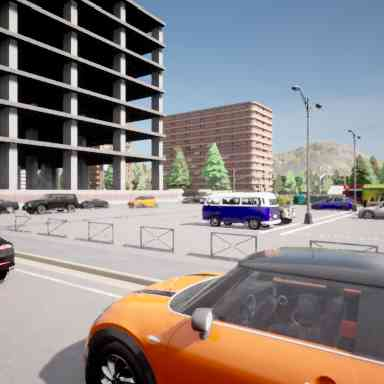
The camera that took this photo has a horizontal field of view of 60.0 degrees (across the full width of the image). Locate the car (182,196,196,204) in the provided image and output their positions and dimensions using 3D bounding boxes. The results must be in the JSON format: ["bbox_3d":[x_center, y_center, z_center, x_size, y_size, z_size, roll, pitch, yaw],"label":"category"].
[{"bbox_3d":[0.102,1.437,60.357,2.128,1.511,4.902,0,0,36],"label":"car"}]

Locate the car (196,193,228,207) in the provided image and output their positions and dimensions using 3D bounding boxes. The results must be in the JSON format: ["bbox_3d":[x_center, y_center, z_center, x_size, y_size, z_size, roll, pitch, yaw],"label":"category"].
[{"bbox_3d":[3.615,1.153,59.243,2.150,2.045,5.566,0,0,35],"label":"car"}]

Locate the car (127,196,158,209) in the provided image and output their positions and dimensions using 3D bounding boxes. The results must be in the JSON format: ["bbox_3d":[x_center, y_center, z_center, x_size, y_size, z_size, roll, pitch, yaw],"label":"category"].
[{"bbox_3d":[-6.659,1.296,44.833,2.097,1.767,4.553,0,0,35],"label":"car"}]

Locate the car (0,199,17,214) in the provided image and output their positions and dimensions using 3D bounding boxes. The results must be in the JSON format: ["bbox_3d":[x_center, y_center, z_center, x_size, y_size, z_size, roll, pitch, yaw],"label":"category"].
[{"bbox_3d":[-19.590,1.436,32.602,2.128,1.511,4.902,0,0,36],"label":"car"}]

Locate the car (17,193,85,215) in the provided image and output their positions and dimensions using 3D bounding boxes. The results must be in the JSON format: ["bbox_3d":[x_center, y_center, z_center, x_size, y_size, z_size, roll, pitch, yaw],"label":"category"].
[{"bbox_3d":[-14.284,1.166,34.033,2.150,2.045,5.566,0,0,35],"label":"car"}]

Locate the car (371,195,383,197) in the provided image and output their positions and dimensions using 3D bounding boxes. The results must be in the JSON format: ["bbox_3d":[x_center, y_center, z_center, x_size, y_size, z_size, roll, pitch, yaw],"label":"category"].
[{"bbox_3d":[17.786,1.153,29.391,4.605,1.855,1.932,0,0,36],"label":"car"}]

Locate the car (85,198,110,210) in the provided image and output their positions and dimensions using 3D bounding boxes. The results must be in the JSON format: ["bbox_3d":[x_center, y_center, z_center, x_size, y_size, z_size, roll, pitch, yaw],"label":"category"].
[{"bbox_3d":[-12.590,1.508,42.503,1.994,1.385,4.181,0,0,35],"label":"car"}]

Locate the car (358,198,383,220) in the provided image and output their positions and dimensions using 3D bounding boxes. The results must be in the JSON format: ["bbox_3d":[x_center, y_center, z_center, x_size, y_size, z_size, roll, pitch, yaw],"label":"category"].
[{"bbox_3d":[14.579,1.395,24.826,3.806,1.475,1.970,0,0,36],"label":"car"}]

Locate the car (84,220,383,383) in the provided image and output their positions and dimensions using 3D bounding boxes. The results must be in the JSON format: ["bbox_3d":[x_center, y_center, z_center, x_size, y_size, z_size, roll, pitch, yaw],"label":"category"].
[{"bbox_3d":[1.002,1.352,3.274,4.553,1.767,2.097,0,0,35],"label":"car"}]

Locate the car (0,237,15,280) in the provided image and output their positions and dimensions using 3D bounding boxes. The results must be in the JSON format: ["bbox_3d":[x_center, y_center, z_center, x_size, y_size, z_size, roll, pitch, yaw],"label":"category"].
[{"bbox_3d":[-6.511,1.492,8.588,4.902,1.511,2.128,0,0,35],"label":"car"}]
